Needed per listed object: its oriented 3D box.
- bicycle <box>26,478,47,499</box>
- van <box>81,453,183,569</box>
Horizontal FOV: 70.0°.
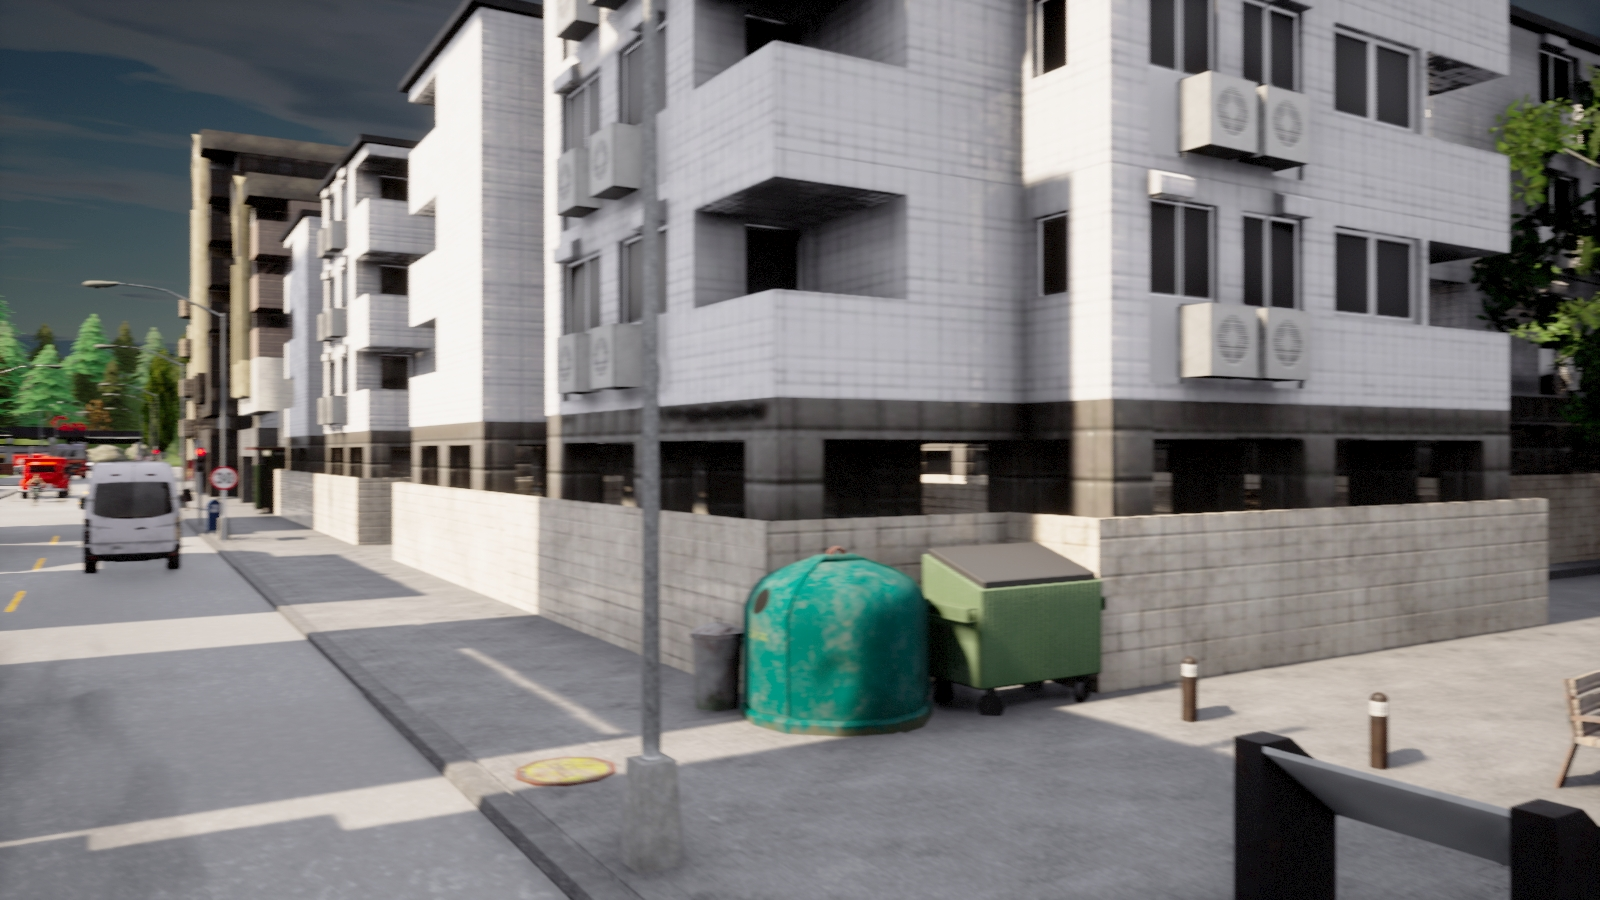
[{"bbox_3d":[-42.114,2.136,63.015,0.859,1.080,1.487,0,1,-31],"label":"bicycle"},{"bbox_3d":[-16.578,1.354,28.332,1.988,2.561,5.915,0,0,-31],"label":"van"}]
